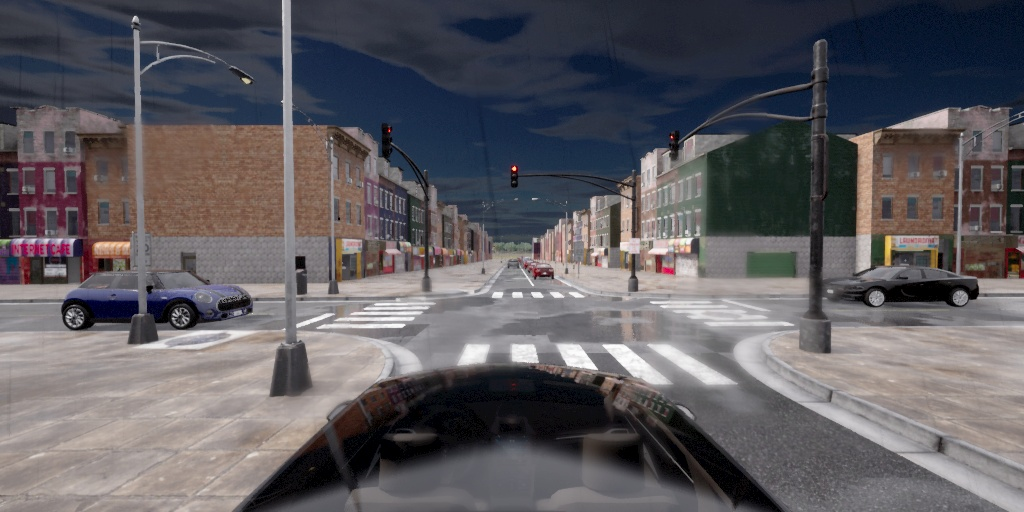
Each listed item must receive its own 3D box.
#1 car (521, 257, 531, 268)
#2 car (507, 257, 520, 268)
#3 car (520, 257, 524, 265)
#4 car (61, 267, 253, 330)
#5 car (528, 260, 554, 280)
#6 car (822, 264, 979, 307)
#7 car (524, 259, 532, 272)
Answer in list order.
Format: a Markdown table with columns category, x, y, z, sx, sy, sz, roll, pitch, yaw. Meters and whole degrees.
| category | x | y | z | sx | sy | sz | roll | pitch | yaw |
| --- | --- | --- | --- | --- | --- | --- | --- | --- | --- |
| car | 2.746 | 1.292 | 53.770 | 1.888 | 1.381 | 4.507 | 0 | 0 | 0 |
| car | 0.222 | 1.239 | 59.683 | 2.128 | 1.511 | 4.902 | 0 | 0 | 0 |
| car | 2.758 | 1.187 | 59.302 | 1.967 | 1.591 | 4.097 | 0 | 0 | 0 |
| car | -10.791 | 1.202 | 11.170 | 4.553 | 1.767 | 2.097 | 0 | 1 | 0 |
| car | 2.700 | 1.291 | 31.640 | 1.888 | 1.381 | 4.507 | 0 | 0 | 0 |
| car | 14.991 | 1.103 | 14.061 | 5.008 | 1.535 | 1.882 | 0 | 1 | 0 |
| car | 2.723 | 1.328 | 42.705 | 1.802 | 1.307 | 4.207 | 0 | 0 | 0 |
